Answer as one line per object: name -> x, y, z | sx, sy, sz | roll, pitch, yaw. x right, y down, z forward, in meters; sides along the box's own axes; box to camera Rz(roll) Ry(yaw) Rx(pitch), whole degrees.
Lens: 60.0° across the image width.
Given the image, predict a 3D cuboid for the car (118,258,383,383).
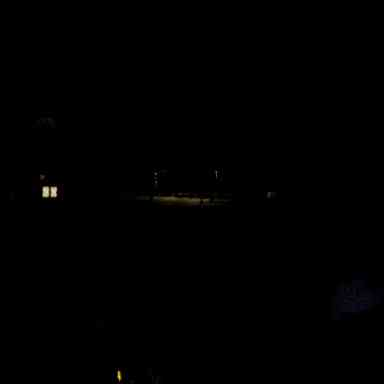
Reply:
car -> 1.279, 1.582, 3.983 | 4.181, 1.385, 1.994 | 0, 0, -35
